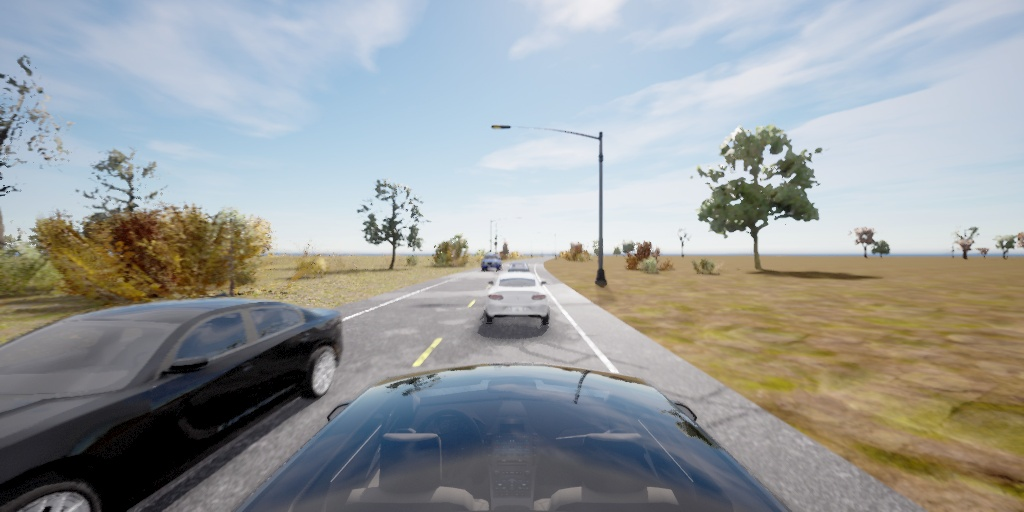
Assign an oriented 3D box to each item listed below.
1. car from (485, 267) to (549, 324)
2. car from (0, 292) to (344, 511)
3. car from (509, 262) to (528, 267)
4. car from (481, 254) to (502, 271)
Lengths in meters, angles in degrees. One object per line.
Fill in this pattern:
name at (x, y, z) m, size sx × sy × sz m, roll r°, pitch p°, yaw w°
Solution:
car at (0.174, 1.239, 11.711) m, size 1.812 × 1.442 × 4.674 m, roll 0°, pitch 0°, yaw 1°
car at (-3.580, 1.219, 3.609) m, size 1.882 × 1.535 × 5.008 m, roll 0°, pitch 0°, yaw 0°
car at (0.553, 1.198, 28.561) m, size 2.033 × 1.411 × 5.357 m, roll 0°, pitch 0°, yaw 2°
car at (-2.474, 0.809, 44.514) m, size 2.150 × 2.045 × 5.566 m, roll 0°, pitch 0°, yaw 3°
